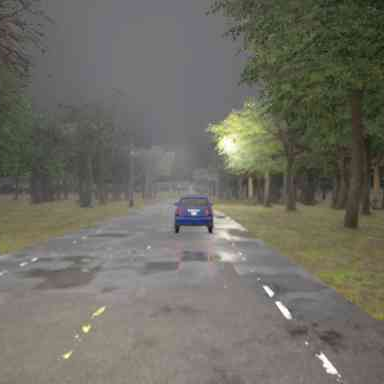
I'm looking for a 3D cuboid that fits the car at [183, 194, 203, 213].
[{"bbox_3d":[0.105,1.221,39.049,2.150,2.045,5.566,0,0,0],"label":"car"}]

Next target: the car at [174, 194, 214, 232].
[{"bbox_3d":[0.103,1.220,20.102,2.150,2.045,5.566,0,0,0],"label":"car"}]
